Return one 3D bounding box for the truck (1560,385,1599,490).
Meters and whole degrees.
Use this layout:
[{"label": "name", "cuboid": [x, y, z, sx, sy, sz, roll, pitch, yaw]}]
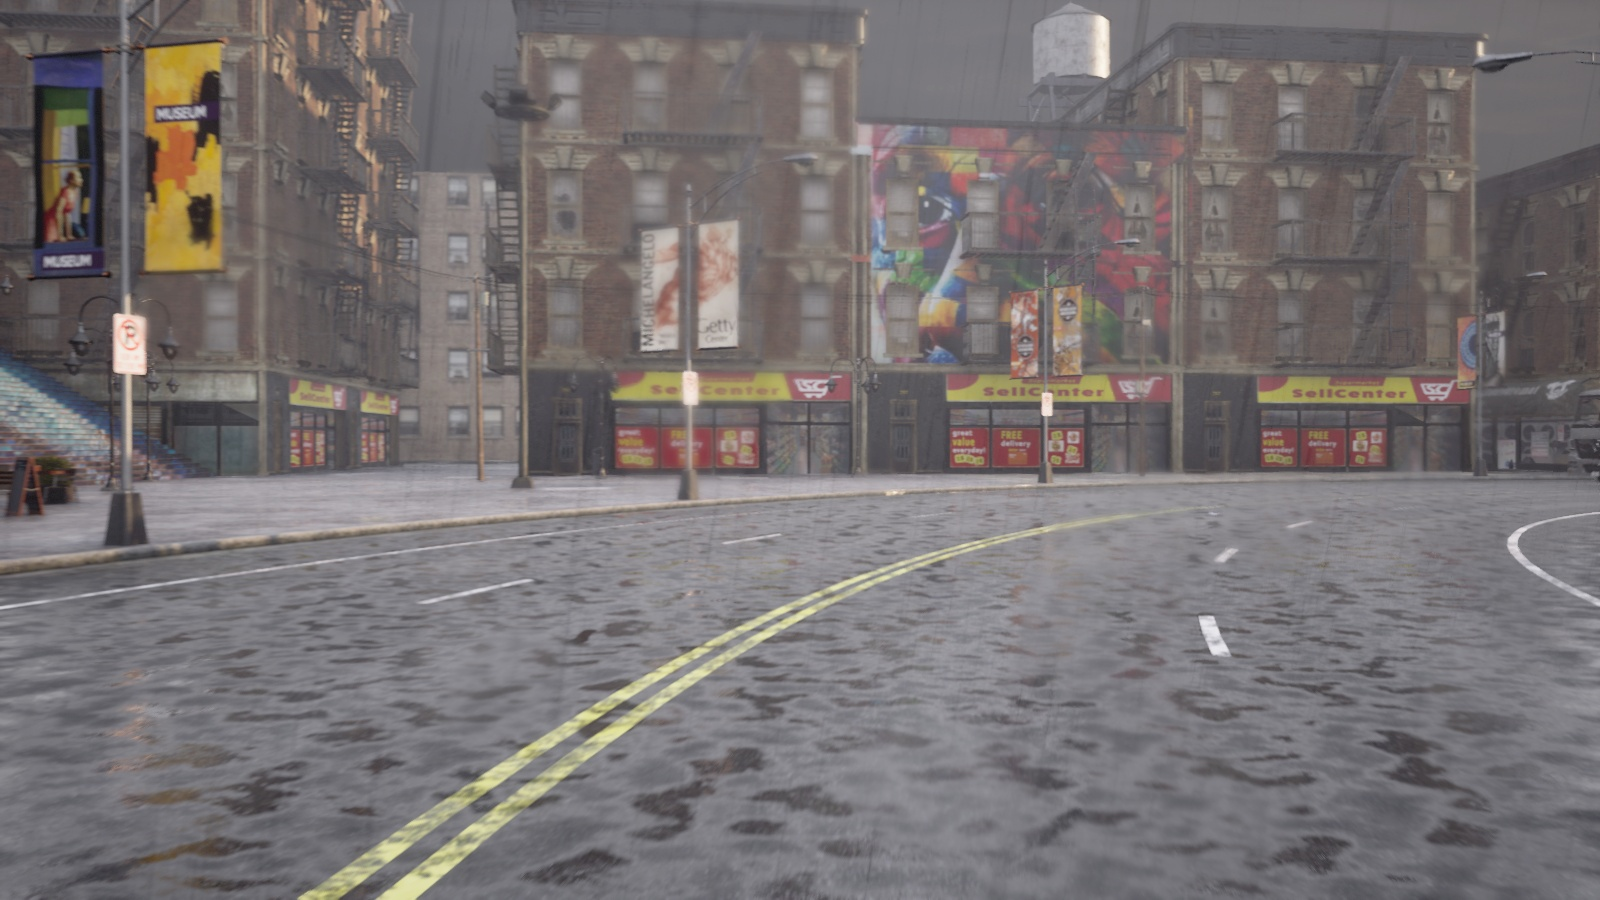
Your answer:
[{"label": "truck", "cuboid": [30.284, -0.421, 42.334, 7.936, 3.462, 2.891, 0, 0, -8]}]
